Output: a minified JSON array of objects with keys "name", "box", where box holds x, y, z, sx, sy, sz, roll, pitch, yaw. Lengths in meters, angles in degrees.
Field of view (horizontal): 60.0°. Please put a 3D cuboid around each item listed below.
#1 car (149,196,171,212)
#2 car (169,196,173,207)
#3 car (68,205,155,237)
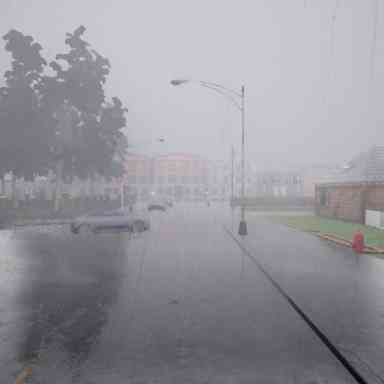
[{"name":"car","box":[-4.035,1.547,39.743,2.033,1.411,5.357,0,0,0]},{"name":"car","box":[-3.986,1.352,49.891,2.097,1.767,4.553,0,0,1]},{"name":"car","box":[-4.438,1.564,17.901,4.181,1.385,1.994,0,0,-26]}]
